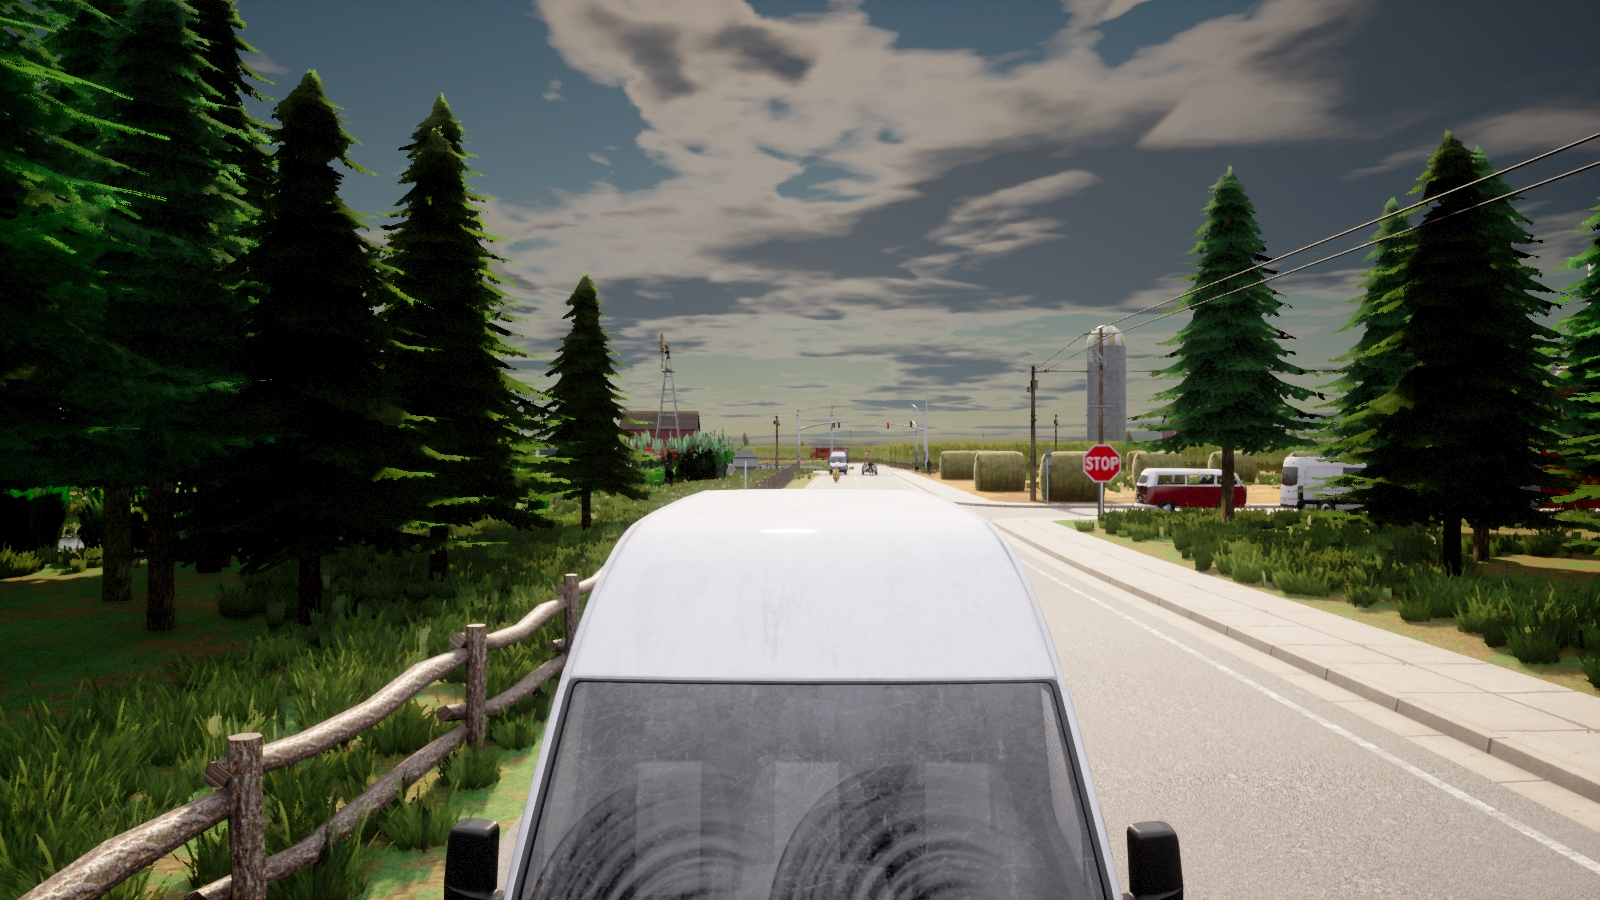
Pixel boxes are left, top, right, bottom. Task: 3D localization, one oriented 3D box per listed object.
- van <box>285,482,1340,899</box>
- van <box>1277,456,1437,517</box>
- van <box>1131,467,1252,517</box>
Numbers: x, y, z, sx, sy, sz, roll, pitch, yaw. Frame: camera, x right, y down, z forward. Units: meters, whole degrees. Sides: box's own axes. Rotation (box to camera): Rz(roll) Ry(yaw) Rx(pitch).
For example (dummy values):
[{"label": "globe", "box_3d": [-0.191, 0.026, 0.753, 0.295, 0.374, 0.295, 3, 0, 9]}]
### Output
[{"label": "van", "box_3d": [0.056, 1.508, 5.110, 1.988, 2.561, 5.915, 0, 0, 1]}, {"label": "van", "box_3d": [23.869, 1.534, 49.092, 5.915, 2.561, 1.988, 0, 0, -1]}, {"label": "van", "box_3d": [16.767, 1.783, 49.041, 4.480, 2.038, 2.069, 0, 0, 0]}]
